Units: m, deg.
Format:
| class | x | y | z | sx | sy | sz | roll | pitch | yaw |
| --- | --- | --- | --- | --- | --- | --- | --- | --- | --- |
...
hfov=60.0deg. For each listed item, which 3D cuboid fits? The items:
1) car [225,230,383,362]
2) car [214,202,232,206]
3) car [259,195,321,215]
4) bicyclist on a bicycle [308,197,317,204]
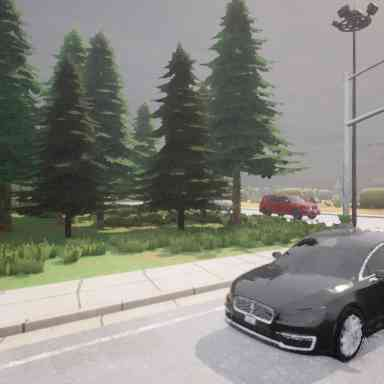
| class | x | y | z | sx | sy | sz | roll | pitch | yaw |
| --- | --- | --- | --- | --- | --- | --- | --- | --- | --- |
| car | 2.772 | 1.505 | 5.983 | 4.892 | 1.490 | 1.837 | 0 | 0 | -36 |
| car | 2.507 | 1.518 | 37.499 | 2.128 | 1.511 | 4.902 | 0 | 0 | -34 |
| car | 8.346 | 1.248 | 28.993 | 2.150 | 2.045 | 5.566 | 0 | 0 | -34 |
| bicyclist on a bicycle | 12.903 | 1.327 | 35.575 | 1.656 | 1.620 | 0.582 | 0 | 0 | -34 |
